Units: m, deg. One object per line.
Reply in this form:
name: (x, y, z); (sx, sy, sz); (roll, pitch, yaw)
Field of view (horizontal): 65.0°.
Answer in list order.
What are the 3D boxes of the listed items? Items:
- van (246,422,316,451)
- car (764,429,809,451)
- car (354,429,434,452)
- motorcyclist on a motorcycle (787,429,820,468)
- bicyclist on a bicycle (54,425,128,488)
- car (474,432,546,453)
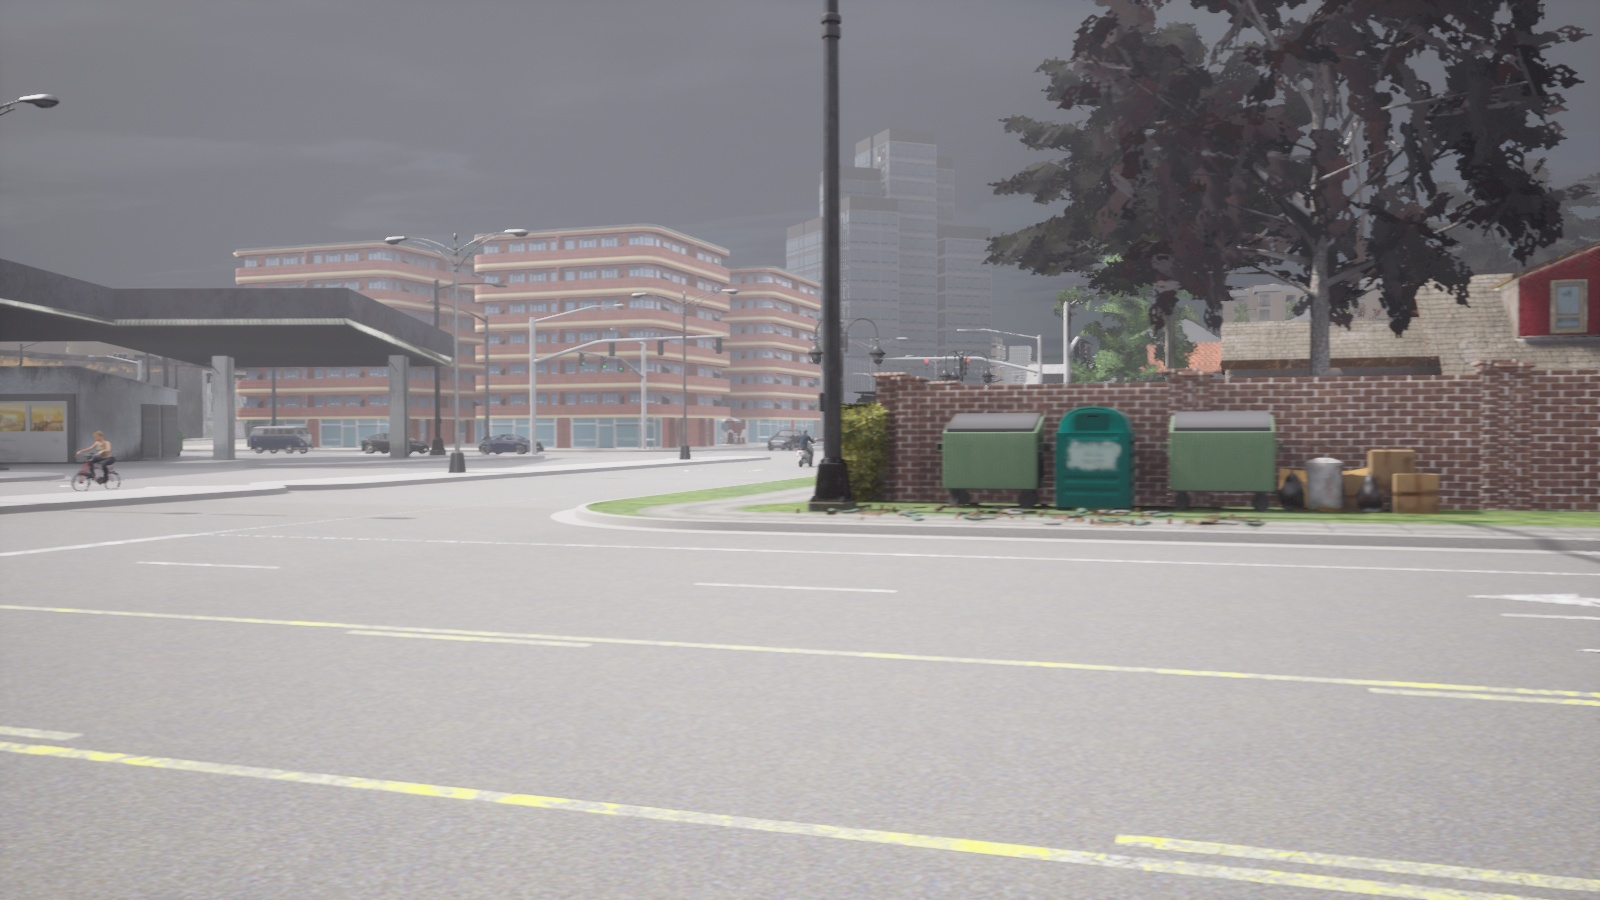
van: (-36.606, -0.977, 88.573); (4.442, 1.987, 1.775); (1, 1, 17)
car: (-1.027, -0.806, 97.311); (2.033, 1.649, 4.856); (1, 1, 18)
car: (-27.717, -0.652, 85.781); (4.792, 1.488, 2.163); (1, 1, 17)
motorcyclist on a motorcycle: (0.159, -0.074, 53.341); (0.866, 1.590, 1.817); (1, 1, 18)
bicyclist on a bicycle: (-18.683, 0.162, 33.124); (0.866, 1.612, 1.509); (0, 1, 19)
car: (-19.160, -0.512, 83.051); (4.181, 1.385, 1.994); (0, 1, 16)
